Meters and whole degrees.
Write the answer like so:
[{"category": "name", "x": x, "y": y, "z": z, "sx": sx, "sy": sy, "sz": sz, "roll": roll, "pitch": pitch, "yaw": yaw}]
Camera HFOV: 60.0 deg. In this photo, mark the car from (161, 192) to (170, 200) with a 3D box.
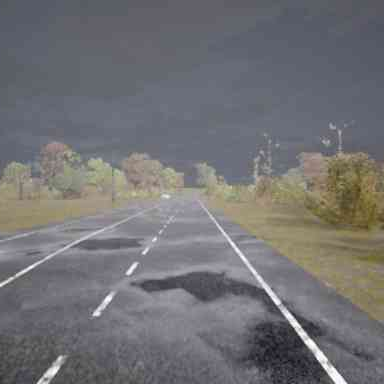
[{"category": "car", "x": -6.956, "y": 1.086, "z": 88.709, "sx": 2.150, "sy": 2.045, "sz": 5.566, "roll": 0, "pitch": 0, "yaw": 0}]
